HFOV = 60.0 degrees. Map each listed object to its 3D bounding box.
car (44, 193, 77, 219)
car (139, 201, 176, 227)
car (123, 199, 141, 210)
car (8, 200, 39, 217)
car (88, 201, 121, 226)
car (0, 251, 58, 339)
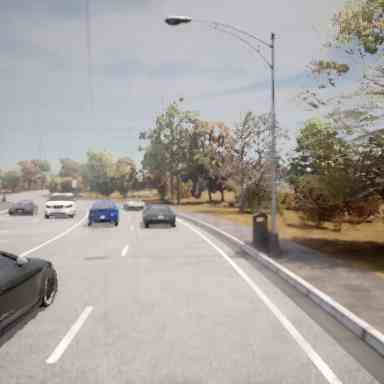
[{"bbox_3d":[-11.013,1.107,28.246,2.150,2.045,5.566,0,0,-15],"label":"car"},{"bbox_3d":[-2.244,1.465,22.005,1.994,1.385,4.181,0,0,-10],"label":"car"},{"bbox_3d":[-7.019,1.429,39.596,1.895,1.301,4.718,0,0,-19],"label":"car"},{"bbox_3d":[-15.278,1.443,30.359,1.994,1.385,4.181,0,0,-16],"label":"car"},{"bbox_3d":[-5.967,1.382,22.786,1.882,1.535,5.008,0,0,-11],"label":"car"},{"bbox_3d":[-3.692,1.549,5.172,1.994,1.385,4.181,0,0,-2],"label":"car"}]
